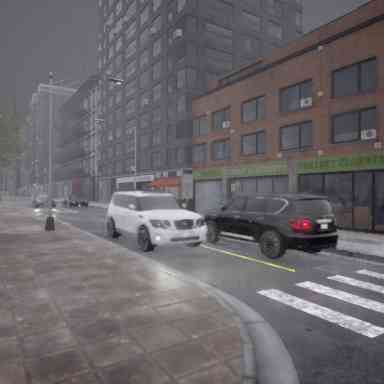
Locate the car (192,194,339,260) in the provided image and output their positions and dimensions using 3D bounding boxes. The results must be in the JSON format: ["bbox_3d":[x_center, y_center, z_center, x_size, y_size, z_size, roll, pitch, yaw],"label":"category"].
[{"bbox_3d":[2.511,1.071,12.164,2.150,2.045,5.566,0,1,-32],"label":"car"}]

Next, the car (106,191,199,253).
[{"bbox_3d":[-1.675,1.003,13.214,2.150,2.045,5.566,0,1,-33],"label":"car"}]

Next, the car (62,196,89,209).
[{"bbox_3d":[-12.691,1.057,35.910,1.895,1.301,4.718,0,0,-33],"label":"car"}]

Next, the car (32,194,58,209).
[{"bbox_3d":[-15.640,0.957,35.110,1.812,1.442,4.674,0,0,-32],"label":"car"}]
